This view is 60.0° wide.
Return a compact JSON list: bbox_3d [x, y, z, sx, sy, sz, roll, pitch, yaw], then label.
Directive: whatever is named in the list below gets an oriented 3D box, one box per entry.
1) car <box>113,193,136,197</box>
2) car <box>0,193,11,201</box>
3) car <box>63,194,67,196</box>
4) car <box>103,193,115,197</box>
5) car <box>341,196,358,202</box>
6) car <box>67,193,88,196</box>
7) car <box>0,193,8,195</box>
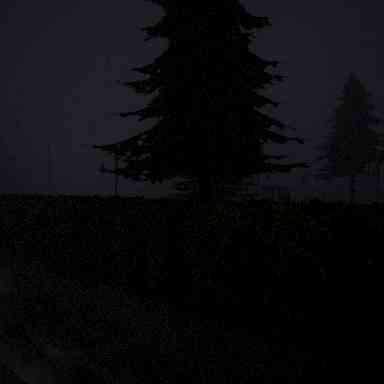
[{"bbox_3d":[-10.306,1.384,54.272,3.806,1.475,1.970,0,0,-45],"label":"car"},{"bbox_3d":[-41.765,1.097,71.634,4.605,1.855,1.932,0,0,-45],"label":"car"},{"bbox_3d":[-31.908,1.232,85.939,3.806,1.475,1.970,0,0,-45],"label":"car"},{"bbox_3d":[-15.867,1.097,70.694,4.605,1.855,1.932,0,0,-45],"label":"car"},{"bbox_3d":[32.064,1.540,67.776,2.033,1.411,5.357,0,0,45],"label":"car"},{"bbox_3d":[-27.175,1.154,81.593,5.027,1.636,2.152,0,0,-45],"label":"car"},{"bbox_3d":[-23.711,1.330,41.282,5.027,1.636,2.152,0,0,-45],"label":"car"}]
